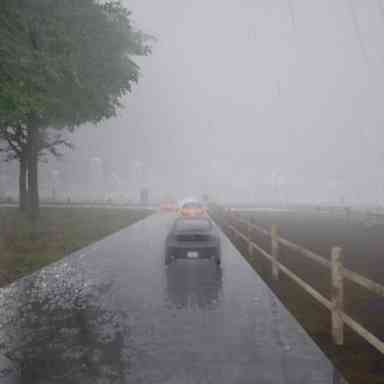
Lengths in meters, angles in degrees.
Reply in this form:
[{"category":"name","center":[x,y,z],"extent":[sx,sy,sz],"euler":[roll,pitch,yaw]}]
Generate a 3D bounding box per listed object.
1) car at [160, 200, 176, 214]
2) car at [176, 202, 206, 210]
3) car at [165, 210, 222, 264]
[{"category":"car","center":[-2.792,1.775,42.190],"extent":[2.097,1.767,4.553],"euler":[0,0,1]},{"category":"car","center":[0.046,1.638,27.231],"extent":[2.097,1.767,4.553],"euler":[0,-1,1]},{"category":"car","center":[0.046,1.643,12.391],"extent":[1.837,1.490,4.892],"euler":[0,0,1]}]
